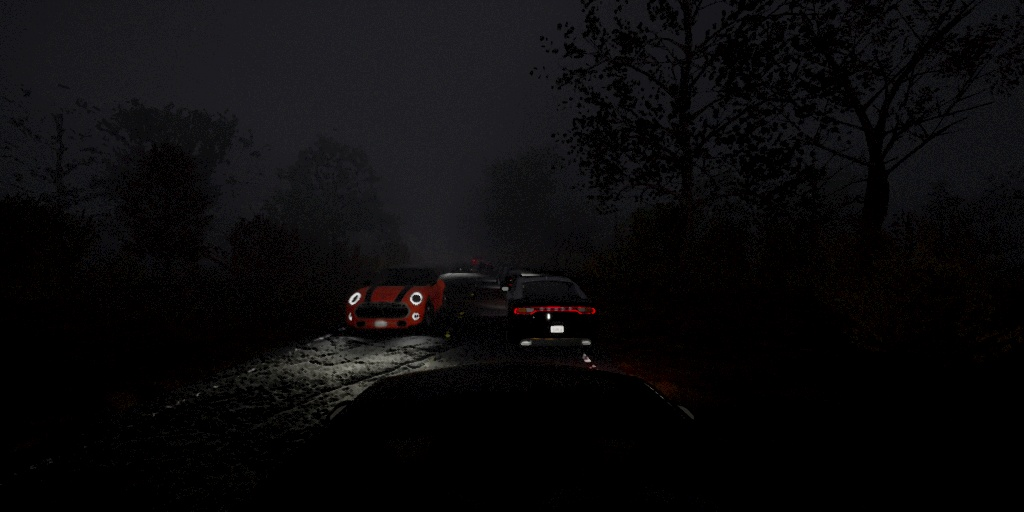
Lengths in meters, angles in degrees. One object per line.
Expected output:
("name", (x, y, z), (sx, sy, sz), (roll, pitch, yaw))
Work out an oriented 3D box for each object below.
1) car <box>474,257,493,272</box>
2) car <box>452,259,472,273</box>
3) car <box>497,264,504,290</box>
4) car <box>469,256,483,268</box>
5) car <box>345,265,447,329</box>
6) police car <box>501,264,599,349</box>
("car", (-3.575, 1.223, 47.102), (1.882, 1.535, 5.008), (0, 0, -9))
("car", (-6.009, 1.311, 42.098), (1.994, 1.385, 4.181), (0, 0, -8))
("car", (0.315, 1.275, 19.295), (1.812, 1.442, 4.674), (0, 0, -4))
("car", (-5.986, 0.965, 60.660), (2.150, 2.045, 5.566), (0, 0, -12))
("car", (-3.349, 1.101, 11.174), (2.097, 1.767, 4.553), (0, 0, -2))
("police car", (0.775, 1.175, 9.337), (1.930, 1.638, 5.238), (0, 0, -2))
